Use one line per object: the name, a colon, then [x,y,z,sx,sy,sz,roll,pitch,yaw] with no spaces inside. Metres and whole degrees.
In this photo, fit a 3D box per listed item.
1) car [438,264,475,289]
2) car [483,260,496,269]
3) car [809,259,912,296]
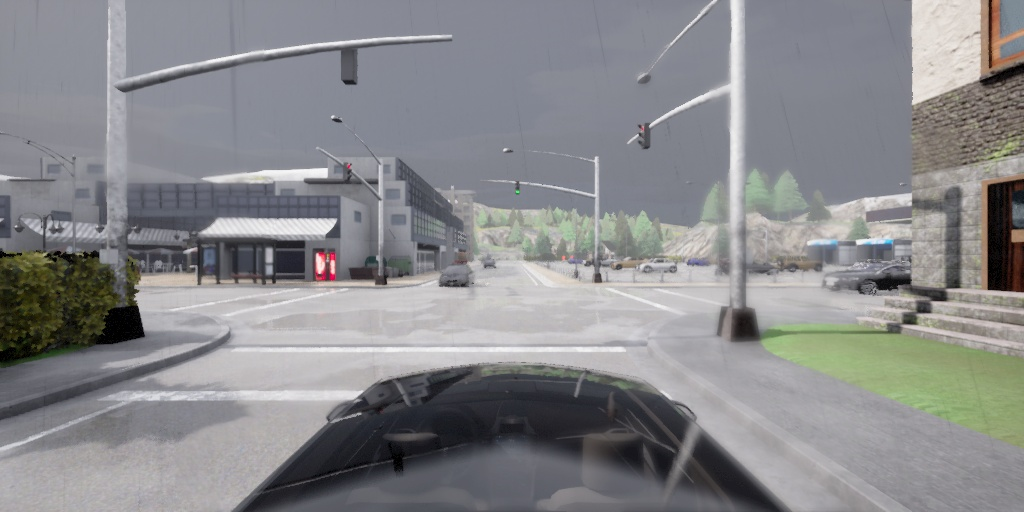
car: [-3.504,1.308,23.261,1.837,1.490,4.892,0,1,0]
car: [-3.509,1.298,56.888,2.033,1.411,5.357,0,0,0]
car: [17.733,1.061,17.195,4.902,1.511,2.128,0,0,0]
